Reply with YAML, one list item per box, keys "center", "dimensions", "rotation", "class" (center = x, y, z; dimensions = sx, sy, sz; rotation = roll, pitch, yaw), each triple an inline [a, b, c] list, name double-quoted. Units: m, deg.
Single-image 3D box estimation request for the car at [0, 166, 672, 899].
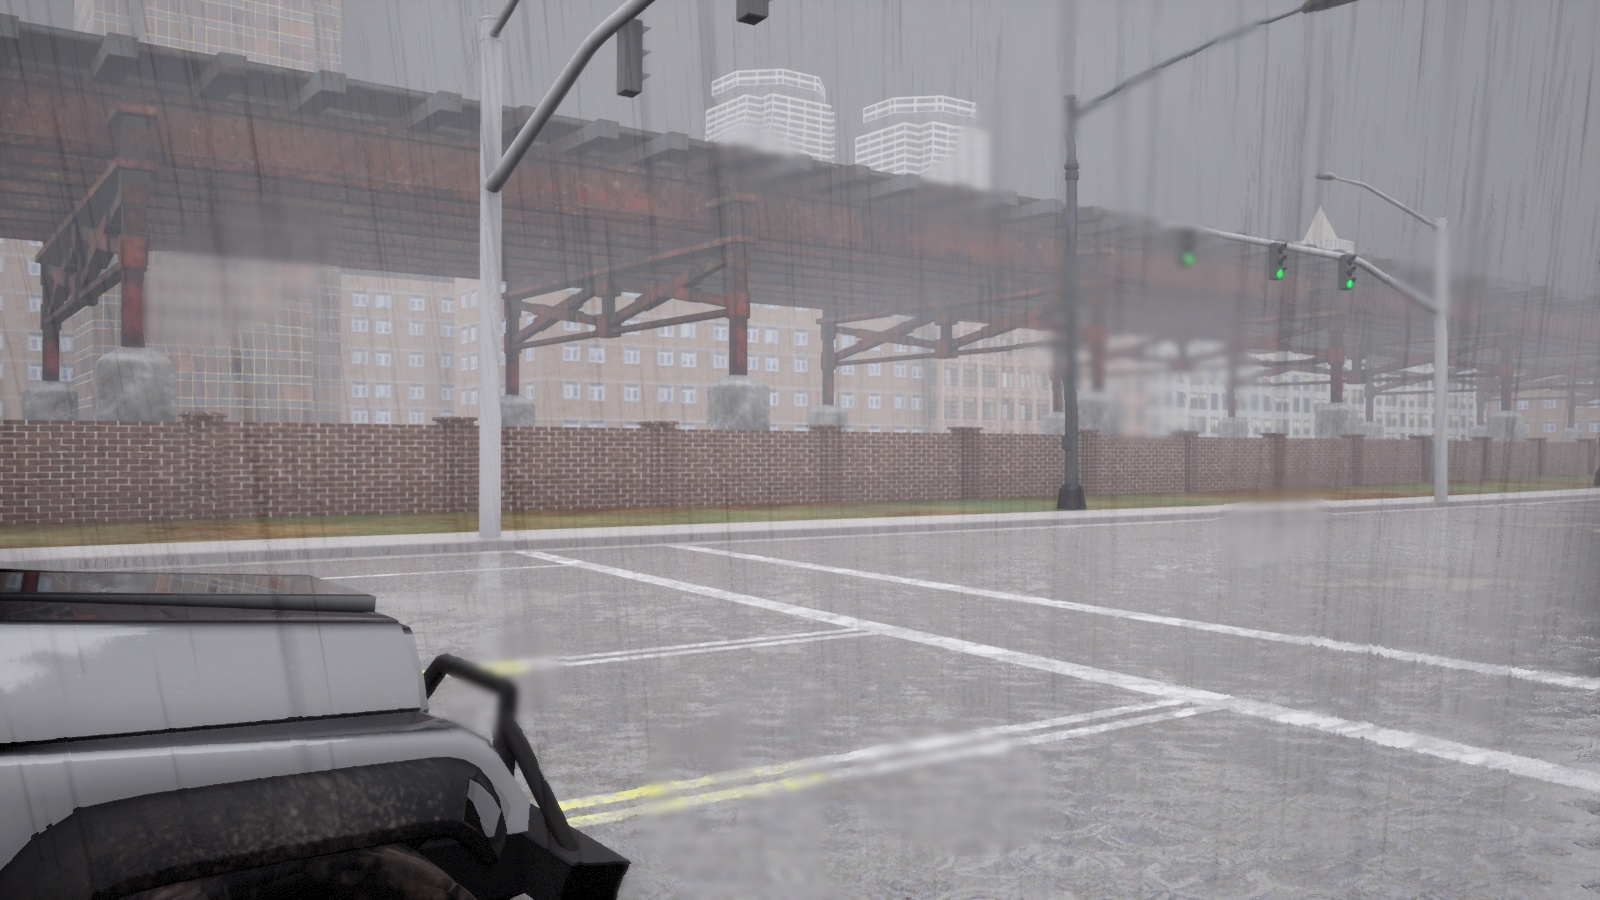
- center: [-2.368, 0.551, 2.011]
  dimensions: [3.866, 1.878, 1.905]
  rotation: [0, 0, -35]
  class: "car"
